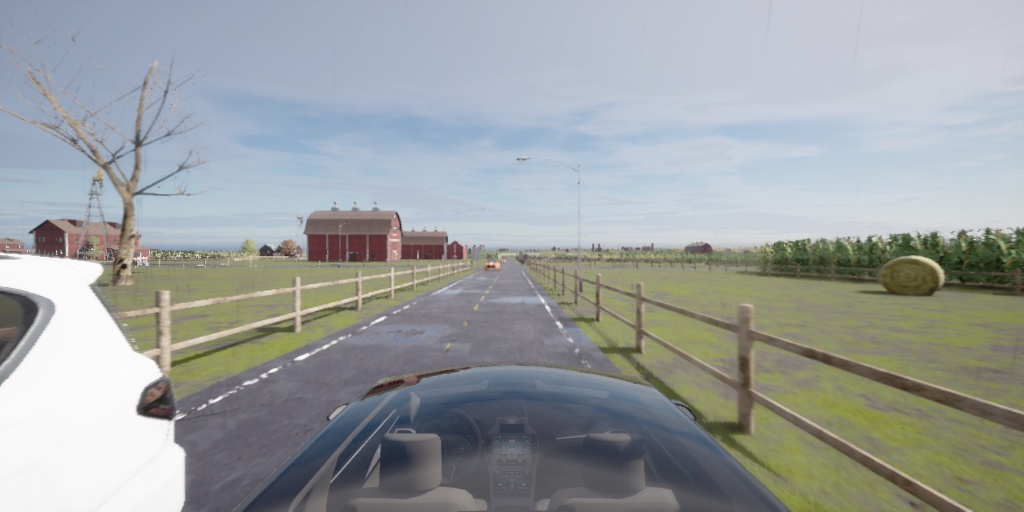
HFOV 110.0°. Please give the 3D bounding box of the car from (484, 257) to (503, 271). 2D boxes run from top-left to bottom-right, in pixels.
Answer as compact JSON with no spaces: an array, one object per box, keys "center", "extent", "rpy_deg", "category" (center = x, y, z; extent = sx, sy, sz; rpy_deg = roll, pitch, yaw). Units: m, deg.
[{"center":[-2.778,1.130,50.218],"extent":[2.097,1.767,4.553],"rpy_deg":[0,0,0],"category":"car"}]
